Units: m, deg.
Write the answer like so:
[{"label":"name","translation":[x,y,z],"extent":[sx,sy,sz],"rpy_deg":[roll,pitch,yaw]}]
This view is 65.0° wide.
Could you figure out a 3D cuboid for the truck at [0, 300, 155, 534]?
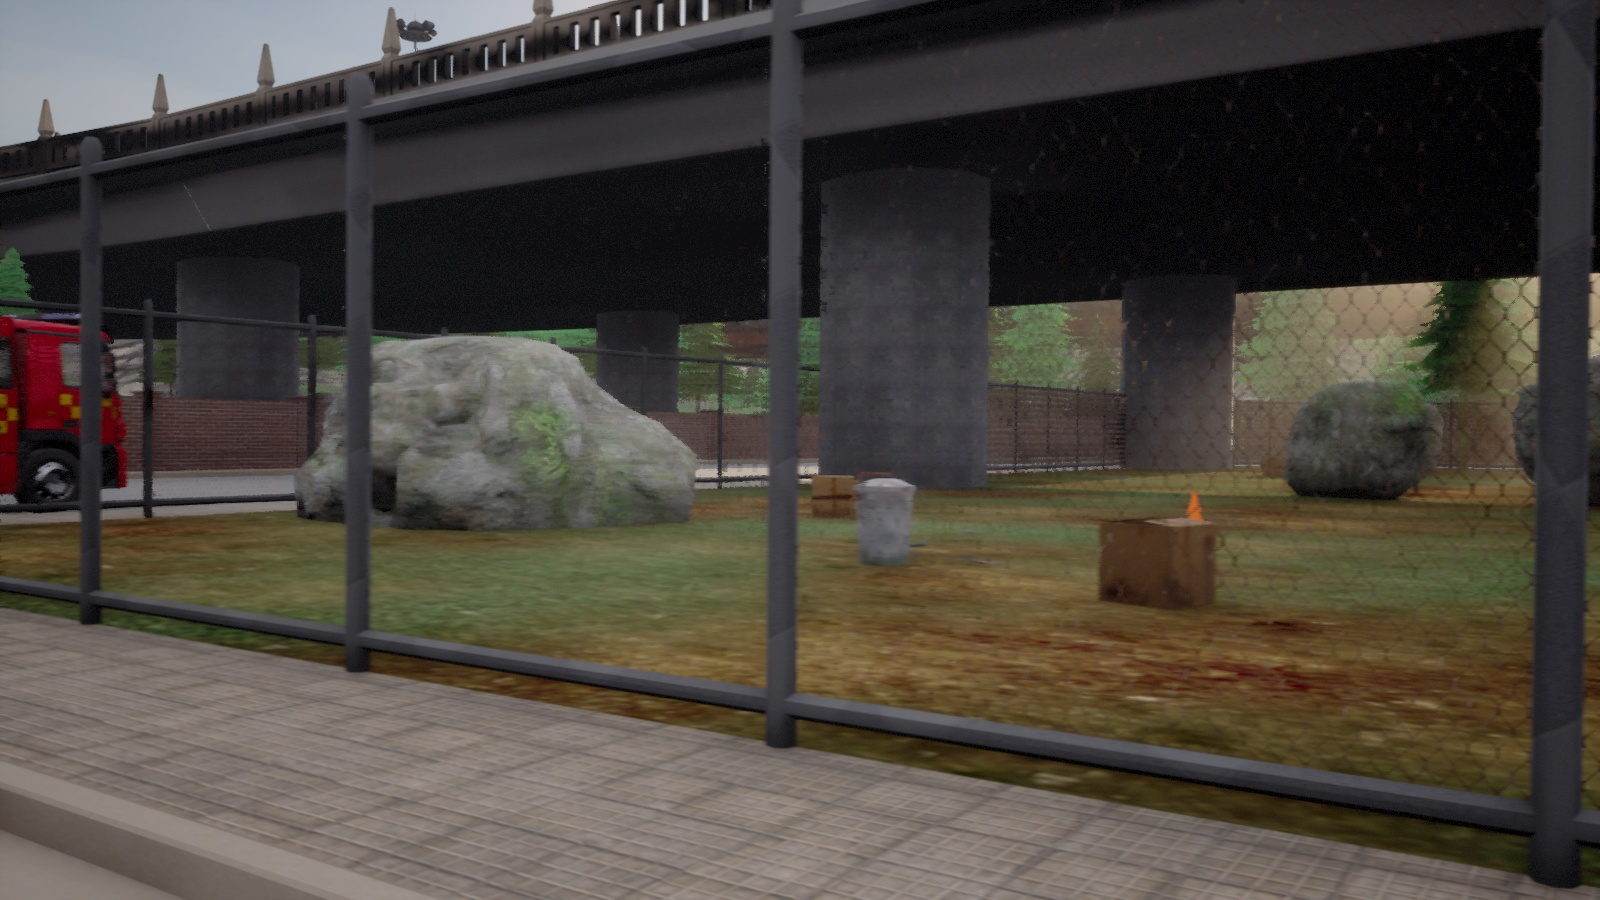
[{"label":"truck","translation":[-14.754,-0.516,19.974],"extent":[2.891,3.827,8.468],"rpy_deg":[-1,1,16]}]
